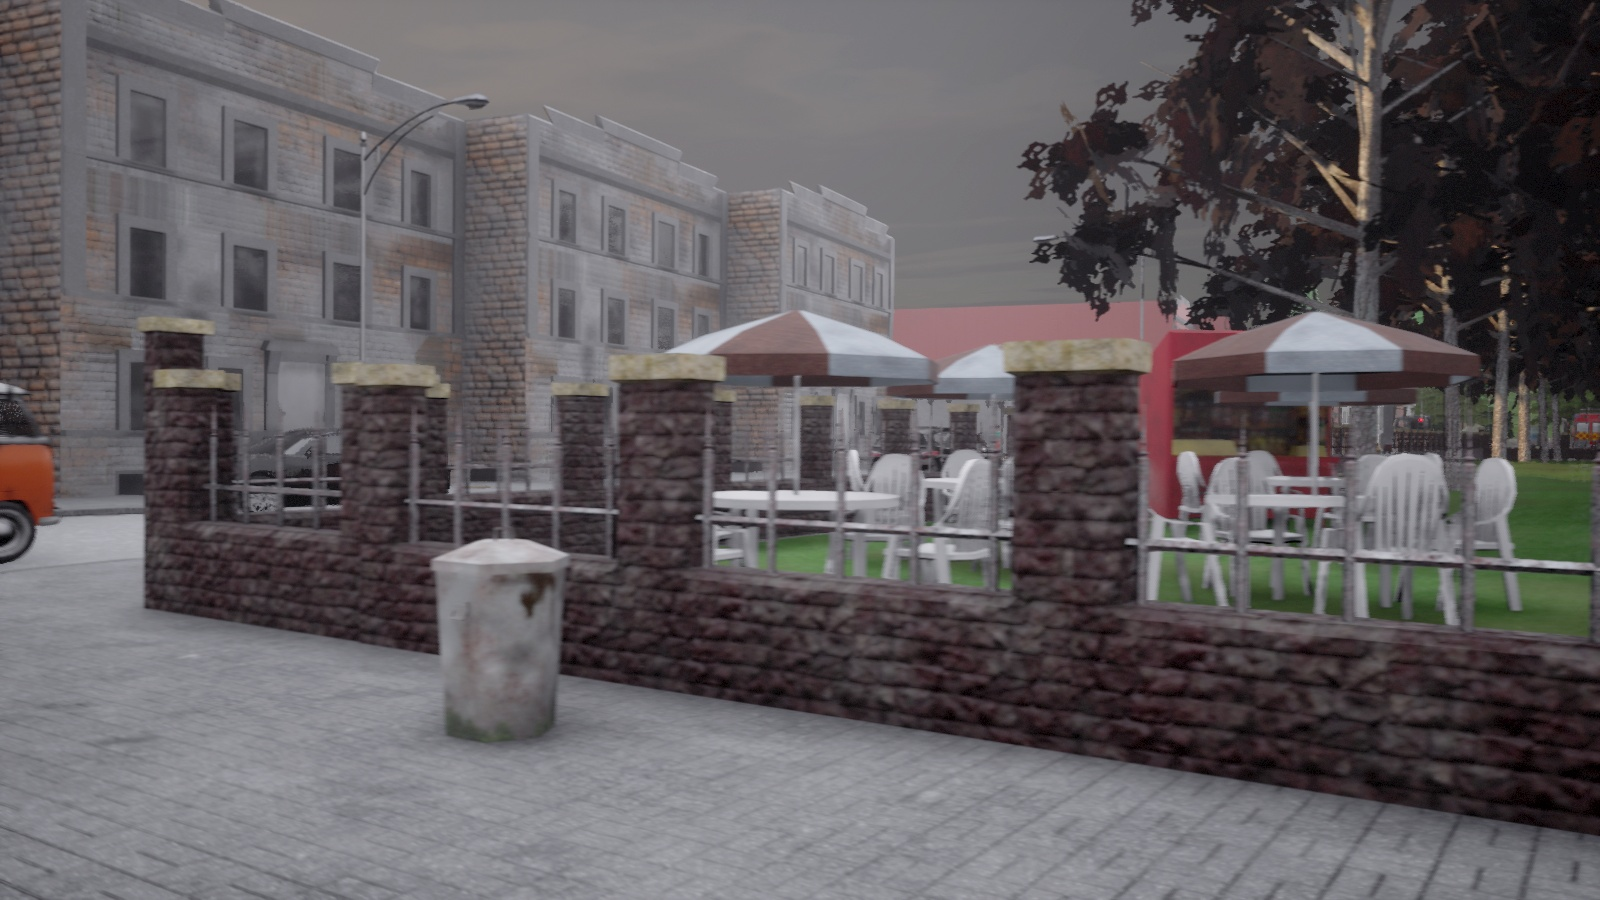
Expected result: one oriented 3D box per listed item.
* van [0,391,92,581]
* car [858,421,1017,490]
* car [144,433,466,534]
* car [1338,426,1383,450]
[{"bbox_3d":[-9.445,0.402,12.357,1.775,1.987,4.442,-1,1,12],"label":"van"},{"bbox_3d":[3.678,0.094,32.847,2.242,1.667,4.611,0,1,34],"label":"car"},{"bbox_3d":[-8.413,0.487,21.849,1.882,1.535,5.008,0,1,34],"label":"car"},{"bbox_3d":[37.286,-0.807,83.470,1.801,1.575,5.366,0,1,34],"label":"car"}]
